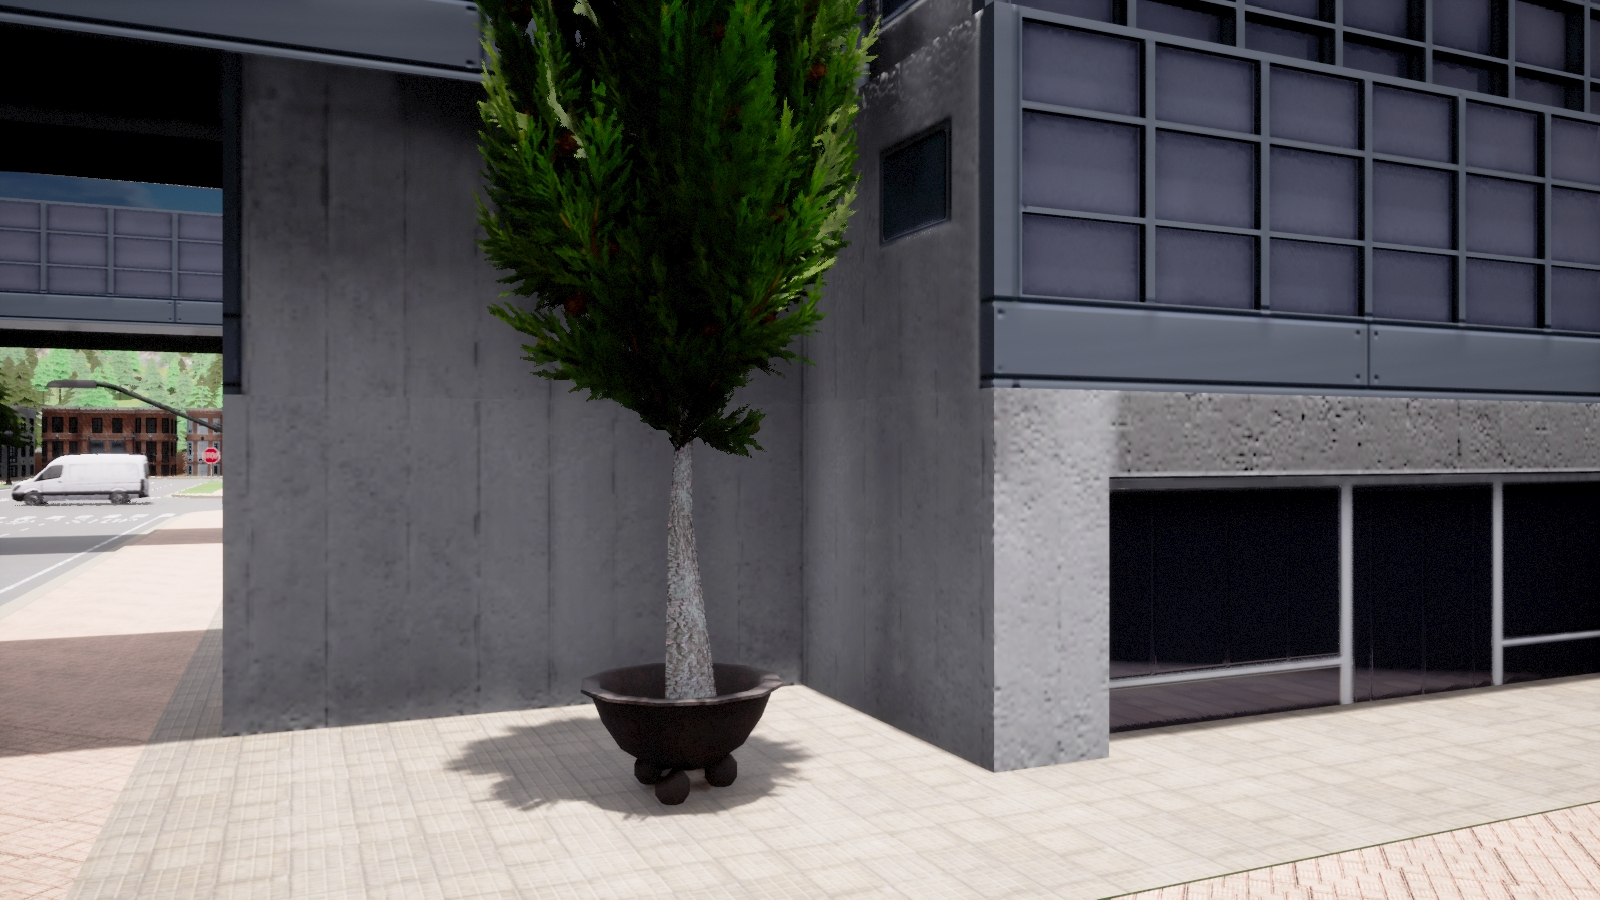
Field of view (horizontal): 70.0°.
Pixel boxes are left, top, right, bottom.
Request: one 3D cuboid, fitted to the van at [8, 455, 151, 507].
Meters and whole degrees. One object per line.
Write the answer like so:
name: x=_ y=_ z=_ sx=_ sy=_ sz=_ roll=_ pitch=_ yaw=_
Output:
van: x=-36.444 y=1.534 z=57.988 sx=5.915 sy=2.561 sz=1.988 roll=0 pitch=0 yaw=-23
